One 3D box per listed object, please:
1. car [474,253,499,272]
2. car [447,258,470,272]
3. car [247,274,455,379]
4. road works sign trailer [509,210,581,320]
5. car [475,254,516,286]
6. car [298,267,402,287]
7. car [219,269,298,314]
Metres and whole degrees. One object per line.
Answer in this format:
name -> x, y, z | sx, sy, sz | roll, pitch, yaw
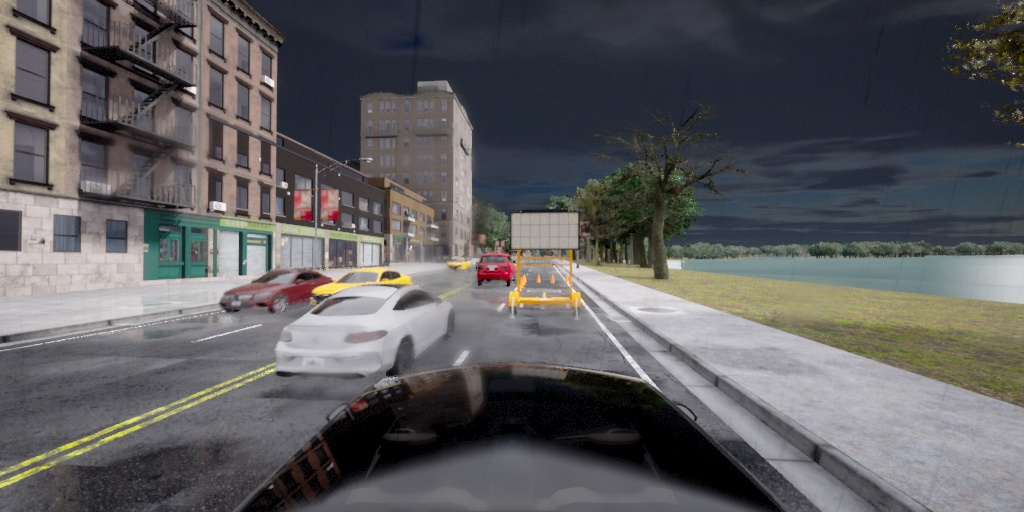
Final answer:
car -> -2.883, 0.736, 42.098 | 2.150, 2.045, 5.566 | 0, 1, 5
car -> -6.172, 0.998, 41.792 | 1.882, 1.535, 5.008 | 0, 1, 5
car -> -2.492, 1.273, 7.163 | 1.812, 1.442, 4.674 | 0, 0, 5
road works sign trailer -> 1.149, 0.188, 12.619 | 2.380, 3.560, 2.880 | 0, 0, 5
car -> -0.973, 0.872, 24.444 | 2.150, 2.045, 5.566 | 0, 0, 5
car -> -5.397, 1.200, 13.519 | 1.882, 1.535, 5.008 | 0, 0, 5
car -> -8.634, 1.248, 13.800 | 1.812, 1.442, 4.674 | 0, 0, 5
